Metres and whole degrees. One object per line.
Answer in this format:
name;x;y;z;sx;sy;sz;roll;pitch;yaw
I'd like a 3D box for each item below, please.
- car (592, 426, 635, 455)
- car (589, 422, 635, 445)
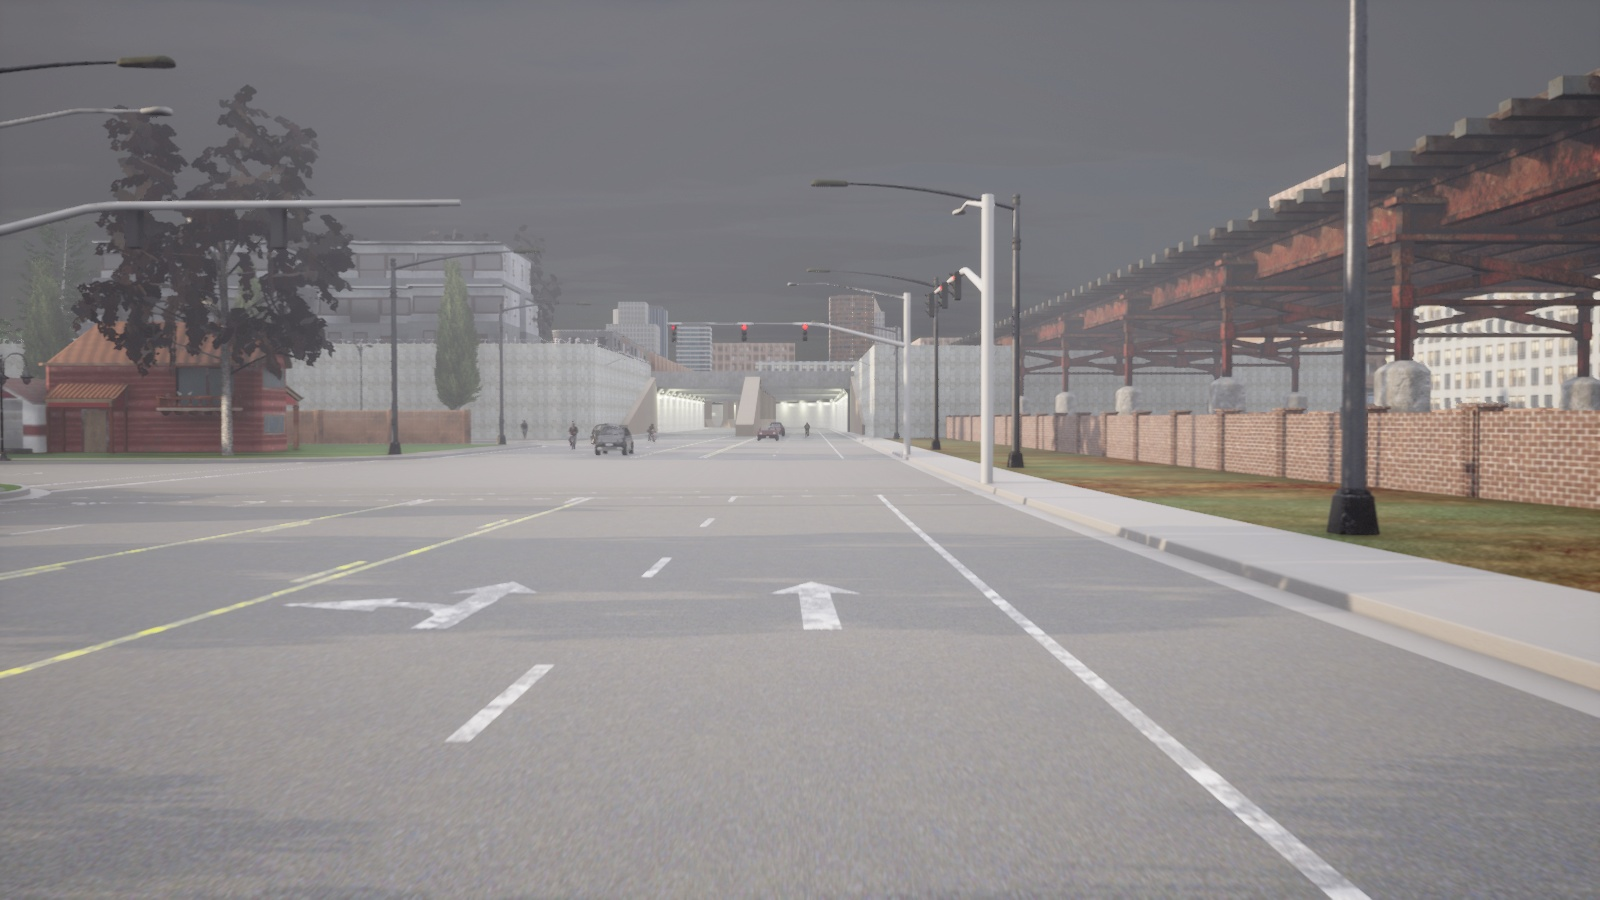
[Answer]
car;-10.103;-0.519;68.260;1.789;1.549;3.705;0;1;0
car;-14.119;-1.246;94.155;1.851;1.617;3.988;-1;2;-35
